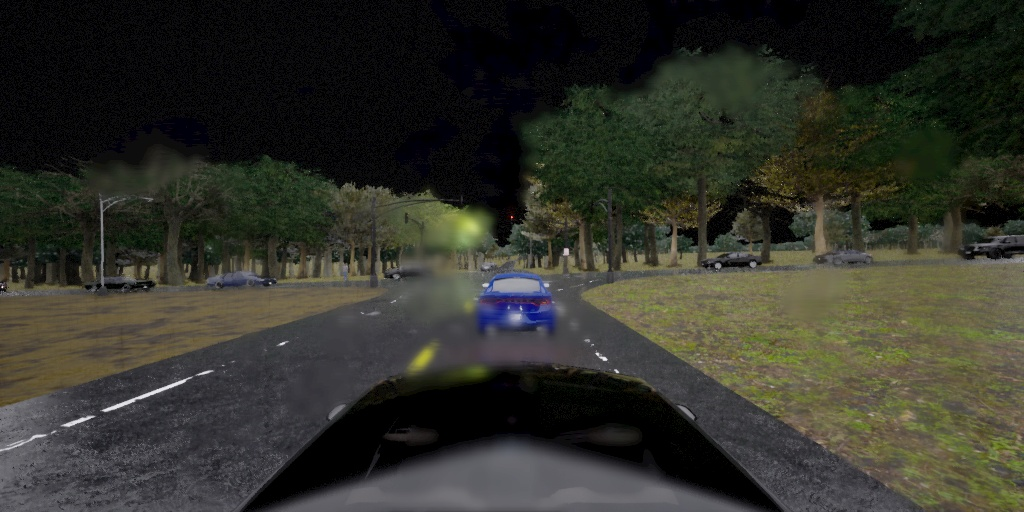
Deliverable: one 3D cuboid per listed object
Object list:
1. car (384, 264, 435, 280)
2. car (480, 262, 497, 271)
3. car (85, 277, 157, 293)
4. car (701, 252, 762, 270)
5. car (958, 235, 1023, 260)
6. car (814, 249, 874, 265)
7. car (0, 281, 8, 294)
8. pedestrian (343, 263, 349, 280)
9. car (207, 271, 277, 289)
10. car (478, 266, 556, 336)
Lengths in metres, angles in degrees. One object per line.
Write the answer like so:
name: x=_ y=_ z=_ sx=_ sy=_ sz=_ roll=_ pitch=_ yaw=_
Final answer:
car: x=-10.315 y=1.587 z=36.307 sx=5.008 sy=1.535 sz=1.882 roll=-2 pitch=0 yaw=-34
car: x=-3.914 y=1.727 z=56.440 sx=2.128 sy=1.511 sz=4.902 roll=0 pitch=-1 yaw=-1
car: x=-34.388 y=2.472 z=31.598 sx=4.718 sy=1.301 sz=1.895 roll=-2 pitch=-1 yaw=3
car: x=20.043 y=0.404 z=32.884 sx=5.008 sy=1.535 sz=1.882 roll=-2 pitch=-1 yaw=2
car: x=43.479 y=-0.756 z=31.858 sx=5.566 sy=2.045 sz=2.150 roll=-2 pitch=-1 yaw=3
car: x=29.956 y=0.100 z=32.459 sx=4.181 sy=1.385 sz=1.994 roll=-2 pitch=-1 yaw=2
car: x=-48.745 y=2.834 z=32.290 sx=4.892 sy=1.490 sz=1.837 roll=-2 pitch=-1 yaw=3
pedestrian: x=-17.865 y=1.680 z=38.444 sx=0.375 sy=1.860 sz=0.375 roll=0 pitch=1 yaw=3
car: x=-23.429 y=2.047 z=31.117 sx=5.357 sy=1.411 sz=2.033 roll=-2 pitch=-1 yaw=6
car: x=0.140 y=1.233 z=10.486 sx=1.882 sy=1.535 sz=5.008 roll=0 pitch=0 yaw=1
